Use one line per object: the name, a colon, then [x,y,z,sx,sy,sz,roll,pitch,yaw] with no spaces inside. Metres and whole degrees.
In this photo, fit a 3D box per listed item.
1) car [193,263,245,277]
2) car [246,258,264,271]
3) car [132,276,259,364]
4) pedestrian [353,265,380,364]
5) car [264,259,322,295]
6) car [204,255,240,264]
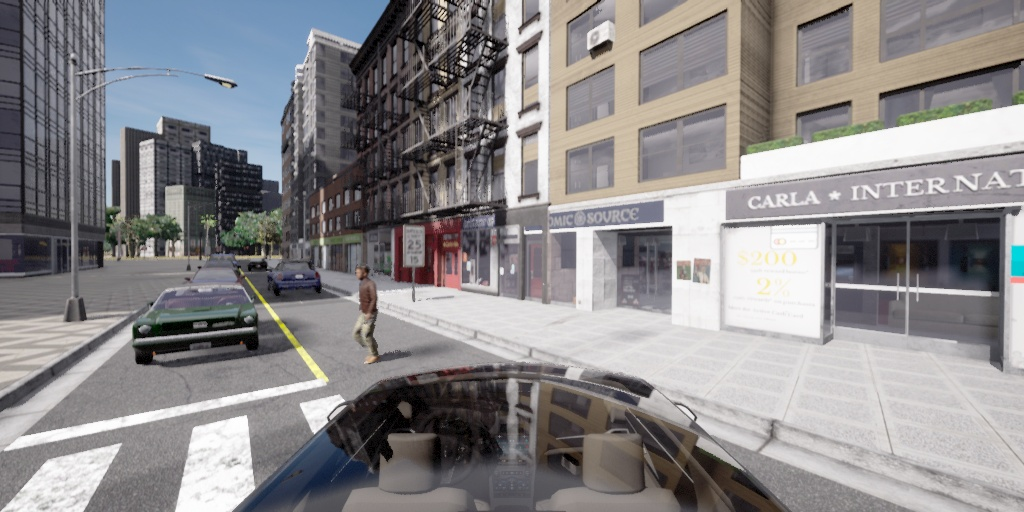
car: [-12.705,1.227,15.416,1.812,1.442,4.674,0,0,-38]
car: [-31.012,0.991,43.647,1.882,1.535,5.008,0,1,-38]
car: [-7.085,1.332,8.296,1.895,1.301,4.718,0,0,-39]
pedestrian: [-2.650,1.031,6.551,0.375,1.860,0.375,-1,1,-38]
car: [-11.831,1.035,19.386,2.097,1.767,4.553,0,0,-38]
car: [-18.892,1.012,23.206,2.097,1.767,4.553,0,0,-38]
